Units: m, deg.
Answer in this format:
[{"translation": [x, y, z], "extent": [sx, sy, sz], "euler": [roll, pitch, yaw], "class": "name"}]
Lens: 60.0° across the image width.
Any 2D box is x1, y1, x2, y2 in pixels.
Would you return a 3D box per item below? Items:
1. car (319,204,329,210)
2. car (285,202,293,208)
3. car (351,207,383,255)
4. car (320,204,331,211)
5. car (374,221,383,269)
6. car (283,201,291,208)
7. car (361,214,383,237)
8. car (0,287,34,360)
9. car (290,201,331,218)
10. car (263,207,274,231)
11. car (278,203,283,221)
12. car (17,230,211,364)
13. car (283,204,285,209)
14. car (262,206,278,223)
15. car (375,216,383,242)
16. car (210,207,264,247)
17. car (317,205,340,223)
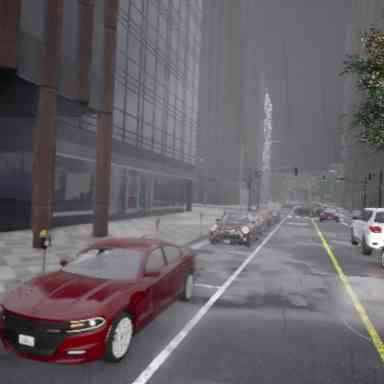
[{"translation": [33.899, 3.836, 85.475], "extent": [1.887, 1.381, 4.507], "euler": [2, -1, 18], "class": "car"}, {"translation": [25.758, 3.486, 87.986], "extent": [1.752, 1.417, 4.829], "euler": [2, -1, 18], "class": "car"}, {"translation": [8.896, 1.755, 15.474], "extent": [2.150, 2.045, 5.566], "euler": [2, -1, 18], "class": "car"}, {"translation": [32.198, 3.717, 80.312], "extent": [2.008, 1.369, 4.403], "euler": [2, -1, 18], "class": "car"}, {"translation": [6.998, 1.901, 9.745], "extent": [1.837, 1.490, 4.892], "euler": [2, -1, 18], "class": "car"}, {"translation": [20.718, 2.905, 72.660], "extent": [2.192, 1.841, 5.009], "euler": [2, -1, 18], "class": "car"}, {"translation": [13.684, 2.385, 24.103], "extent": [1.947, 1.339, 4.313], "euler": [2, -1, 18], "class": "car"}, {"translation": [-2.939, 1.426, 0.864], "extent": [1.887, 1.381, 4.507], "euler": [2, -1, 18], "class": "car"}, {"translation": [15.809, 2.453, 44.777], "extent": [2.097, 1.767, 4.553], "euler": [4, 0, -20], "class": "car"}, {"translation": [3.888, 1.921, 21.591], "extent": [2.008, 1.369, 4.403], "euler": [2, -1, 18], "class": "car"}, {"translation": [7.306, 2.055, 31.956], "extent": [1.967, 1.590, 4.097], "euler": [2, -1, 18], "class": "car"}, {"translation": [-1.232, 1.548, 6.046], "extent": [1.887, 1.381, 4.507], "euler": [2, -1, 18], "class": "car"}, {"translation": [8.956, 2.260, 36.975], "extent": [1.752, 1.417, 4.829], "euler": [2, -1, 18], "class": "car"}, {"translation": [5.595, 2.037, 26.773], "extent": [1.887, 1.381, 4.507], "euler": [2, -1, 18], "class": "car"}, {"translation": [12.032, 2.226, 19.083], "extent": [1.752, 1.417, 4.829], "euler": [2, -1, 18], "class": "car"}, {"translation": [2.186, 1.688, 16.410], "extent": [1.967, 1.590, 4.097], "euler": [2, -1, 18], "class": "car"}, {"translation": [14.870, 2.508, 35.992], "extent": [1.812, 1.442, 4.674], "euler": [2, -1, 23], "class": "car"}]
